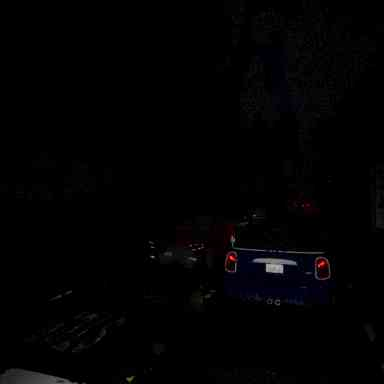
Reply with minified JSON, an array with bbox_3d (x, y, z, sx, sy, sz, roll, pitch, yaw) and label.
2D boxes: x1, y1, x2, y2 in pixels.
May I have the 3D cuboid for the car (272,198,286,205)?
[{"bbox_3d":[10.844,1.493,41.904,2.033,1.411,5.357,0,0,19],"label":"car"}]

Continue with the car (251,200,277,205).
[{"bbox_3d":[5.221,1.572,26.052,1.994,1.385,4.181,0,0,19],"label":"car"}]

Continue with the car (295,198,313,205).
[{"bbox_3d":[12.610,1.511,37.688,2.033,1.411,5.357,0,0,20],"label":"car"}]

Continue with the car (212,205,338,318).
[{"bbox_3d":[2.141,1.357,7.823,2.097,1.767,4.553,0,0,19],"label":"car"}]

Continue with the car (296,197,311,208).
[{"bbox_3d":[15.669,1.470,46.629,1.994,1.385,4.181,0,0,19],"label":"car"}]

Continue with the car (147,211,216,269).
[{"bbox_3d":[0.185,1.485,11.624,1.882,1.535,5.008,0,0,19],"label":"car"}]
